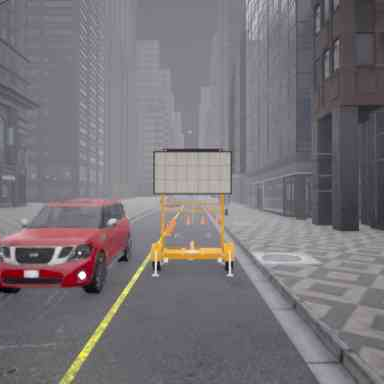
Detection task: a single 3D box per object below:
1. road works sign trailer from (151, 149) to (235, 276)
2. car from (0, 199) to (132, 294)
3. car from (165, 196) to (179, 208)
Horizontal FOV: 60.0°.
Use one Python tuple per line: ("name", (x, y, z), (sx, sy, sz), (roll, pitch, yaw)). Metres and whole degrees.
("road works sign trailer", (0.022, 0.472, 10.307), (2.380, 3.560, 2.880), (0, 0, 0))
("car", (-3.091, 1.228, 9.168), (2.150, 2.045, 5.566), (0, 0, 0))
("car", (-3.039, 1.456, 51.171), (2.097, 1.767, 4.553), (0, 0, 0))
